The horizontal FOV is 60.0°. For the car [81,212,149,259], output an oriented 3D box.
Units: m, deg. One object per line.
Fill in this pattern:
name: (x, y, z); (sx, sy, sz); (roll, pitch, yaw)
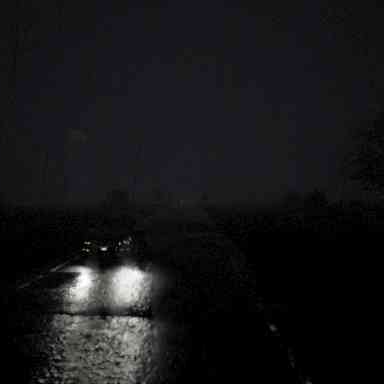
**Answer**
car: (-2.850, 1.609, 13.182); (1.837, 1.490, 4.892); (0, 0, 0)
